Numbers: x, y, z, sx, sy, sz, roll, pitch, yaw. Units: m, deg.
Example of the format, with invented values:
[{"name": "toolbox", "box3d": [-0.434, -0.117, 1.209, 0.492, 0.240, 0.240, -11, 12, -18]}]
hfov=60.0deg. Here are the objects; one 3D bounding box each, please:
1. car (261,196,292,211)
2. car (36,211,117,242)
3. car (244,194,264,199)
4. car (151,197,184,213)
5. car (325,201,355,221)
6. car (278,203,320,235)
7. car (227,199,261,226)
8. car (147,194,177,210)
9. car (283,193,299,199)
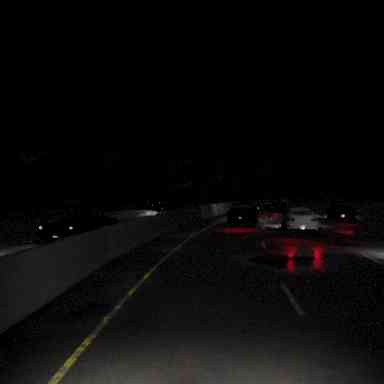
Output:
[{"name": "car", "box3d": [10.275, 1.544, 40.424, 2.128, 1.511, 4.902, 0, 0, 26]}, {"name": "car", "box3d": [-5.422, 1.611, 16.282, 1.895, 1.301, 4.718, 0, 0, 10]}, {"name": "car", "box3d": [10.067, 1.319, 54.258, 2.150, 2.045, 5.566, 0, 0, 34]}, {"name": "car", "box3d": [-2.517, 1.626, 38.215, 1.994, 1.385, 4.181, 0, 0, 23]}, {"name": "car", "box3d": [12.141, 1.537, 27.255, 1.837, 1.490, 4.892, 0, 0, 19]}, {"name": "car", "box3d": [6.058, 1.552, 18.902, 1.812, 1.442, 4.674, 0, 0, 13]}, {"name": "car", "box3d": [3.735, 1.508, 23.799, 1.882, 1.535, 5.008, 0, 0, 15]}, {"name": "car", "box3d": [-3.740, 1.303, 44.137, 2.150, 2.045, 5.566, 0, 0, 26]}, {"name": "car", "box3d": [21.571, 1.122, 73.202, 5.566, 2.045, 2.150, 0, -1, -45]}]
